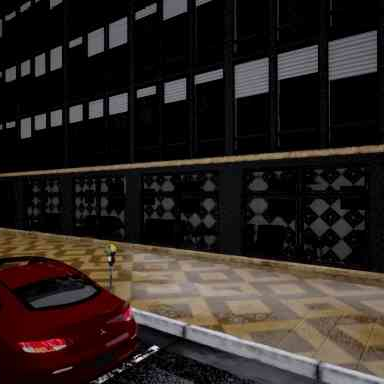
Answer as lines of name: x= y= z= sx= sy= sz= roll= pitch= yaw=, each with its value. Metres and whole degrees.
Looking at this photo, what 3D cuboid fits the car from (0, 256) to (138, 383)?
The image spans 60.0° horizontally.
car: x=-2.593 y=1.582 z=4.675 sx=4.206 sy=1.307 sz=1.802 roll=0 pitch=0 yaw=35
